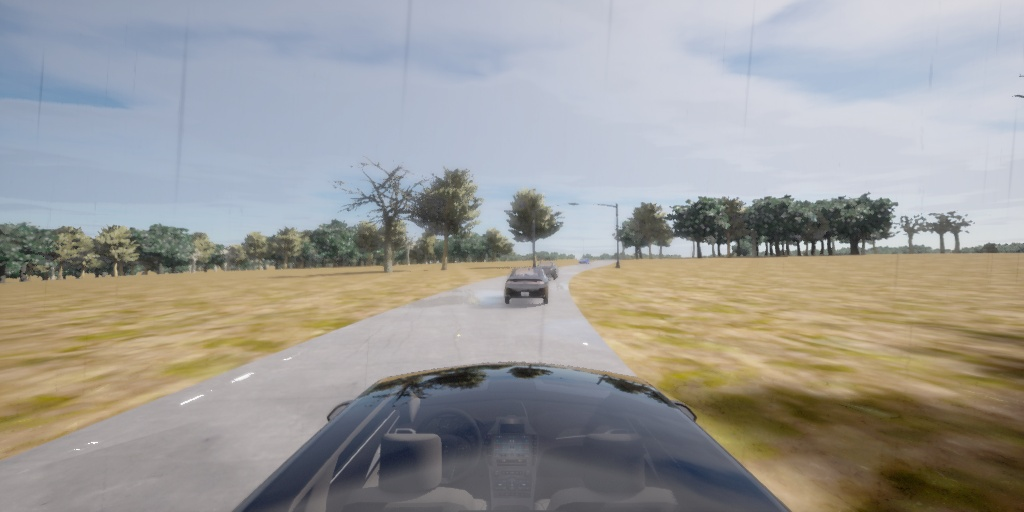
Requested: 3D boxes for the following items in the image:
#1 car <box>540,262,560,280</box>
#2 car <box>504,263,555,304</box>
[{"bbox_3d":[3.019,1.264,30.972,2.128,1.511,4.902,-1,0,12],"label":"car"},{"bbox_3d":[0.753,1.258,16.293,2.128,1.511,4.902,0,0,6],"label":"car"}]
